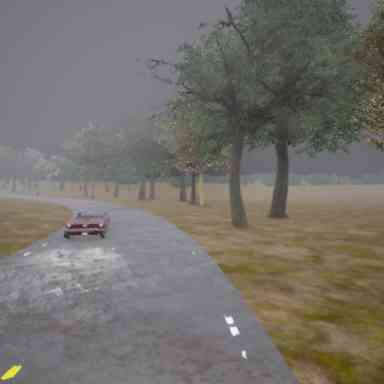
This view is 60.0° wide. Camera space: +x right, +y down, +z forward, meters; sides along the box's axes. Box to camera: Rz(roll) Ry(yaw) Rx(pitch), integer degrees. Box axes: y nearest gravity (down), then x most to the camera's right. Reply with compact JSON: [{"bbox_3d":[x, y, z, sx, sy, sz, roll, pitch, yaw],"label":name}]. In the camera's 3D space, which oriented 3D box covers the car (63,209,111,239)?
[{"bbox_3d":[-5.319,1.607,17.458,1.895,1.301,4.718,0,0,-11],"label":"car"}]
